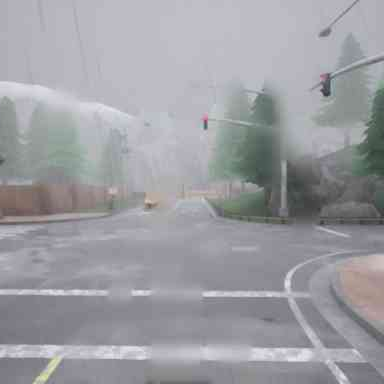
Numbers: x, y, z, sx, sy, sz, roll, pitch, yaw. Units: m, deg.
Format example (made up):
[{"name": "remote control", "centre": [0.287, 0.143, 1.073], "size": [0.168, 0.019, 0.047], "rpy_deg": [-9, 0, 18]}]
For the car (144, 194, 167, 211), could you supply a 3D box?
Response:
[{"name": "car", "centre": [-3.500, 0.943, 32.280], "size": [1.882, 1.535, 5.008], "rpy_deg": [0, 1, 0]}]
